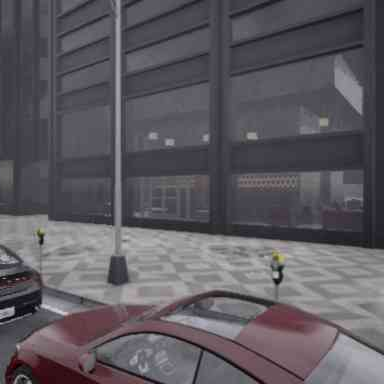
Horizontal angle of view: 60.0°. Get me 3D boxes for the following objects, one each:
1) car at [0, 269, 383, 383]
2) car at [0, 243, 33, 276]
[{"bbox_3d":[0.064,1.584,2.915,4.206,1.307,1.802,0,0,35],"label":"car"},{"bbox_3d":[-4.525,1.558,6.188,4.403,1.369,2.008,0,0,35],"label":"car"}]
